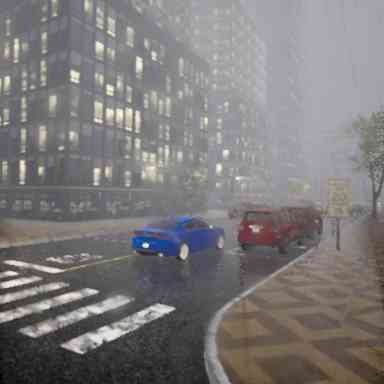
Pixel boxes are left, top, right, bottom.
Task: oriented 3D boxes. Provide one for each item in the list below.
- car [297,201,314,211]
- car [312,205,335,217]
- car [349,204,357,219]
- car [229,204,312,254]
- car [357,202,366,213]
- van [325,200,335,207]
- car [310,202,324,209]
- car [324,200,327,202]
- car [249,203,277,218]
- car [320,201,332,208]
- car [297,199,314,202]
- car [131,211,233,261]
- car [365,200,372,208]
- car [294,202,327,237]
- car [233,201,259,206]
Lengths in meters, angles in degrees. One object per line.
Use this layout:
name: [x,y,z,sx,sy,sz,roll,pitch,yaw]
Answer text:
car: [19.634,2.451,57.619,1.967,1.590,4.097,0,-1,31]
car: [16.651,2.405,42.080,1.895,1.301,4.718,1,-1,31]
car: [17.878,2.344,39.259,2.008,1.369,4.403,0,-1,31]
car: [3.768,1.653,15.326,2.192,1.841,5.009,0,-1,31]
car: [26.404,2.616,53.588,1.887,1.381,4.507,0,-1,31]
van: [33.845,2.818,81.502,1.690,1.788,3.998,0,-1,31]
car: [25.316,2.748,67.170,2.008,1.369,4.403,0,-1,31]
car: [21.701,2.447,50.663,1.882,1.535,5.008,1,-1,31]
car: [8.265,2.081,38.514,1.967,1.590,4.097,0,-1,31]
car: [31.002,2.824,76.724,1.967,1.590,4.097,0,-1,31]
car: [15.276,2.038,45.273,2.150,2.045,5.566,1,-1,31]
car: [-0.347,1.737,13.644,1.882,1.535,5.008,1,-1,31]
car: [40.614,3.089,77.469,2.008,1.369,4.403,0,-1,31]
car: [6.527,1.743,20.150,2.192,1.841,5.009,0,-1,31]
car: [5.425,1.864,33.739,2.192,1.841,5.009,0,-1,31]
